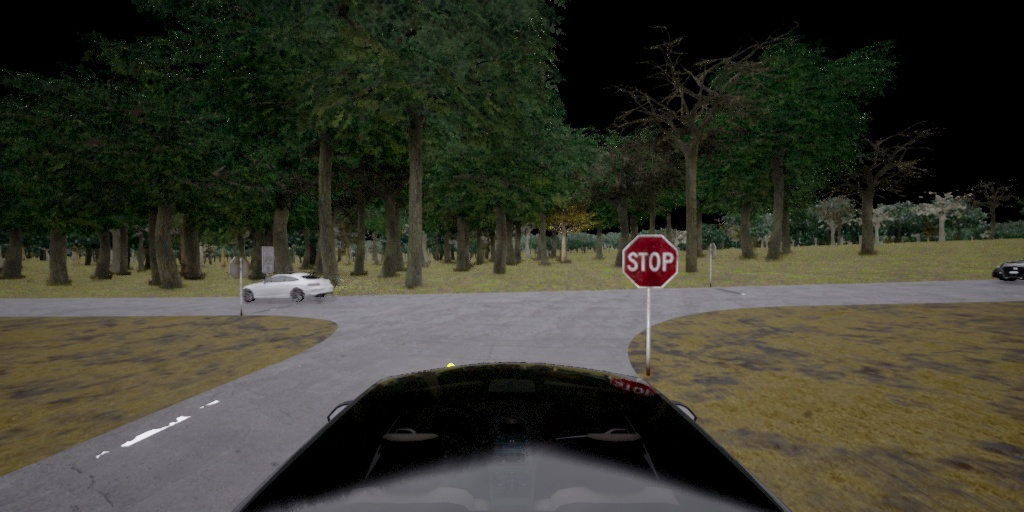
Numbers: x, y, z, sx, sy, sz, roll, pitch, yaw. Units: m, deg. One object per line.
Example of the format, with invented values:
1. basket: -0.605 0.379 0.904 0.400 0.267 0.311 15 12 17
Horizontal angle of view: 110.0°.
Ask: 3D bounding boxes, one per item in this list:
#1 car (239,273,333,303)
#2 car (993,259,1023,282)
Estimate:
1. car: -11.959 1.645 19.092 4.674 1.442 1.812 -1 0 8
2. car: 24.096 0.466 15.593 4.181 1.385 1.994 -2 0 6
